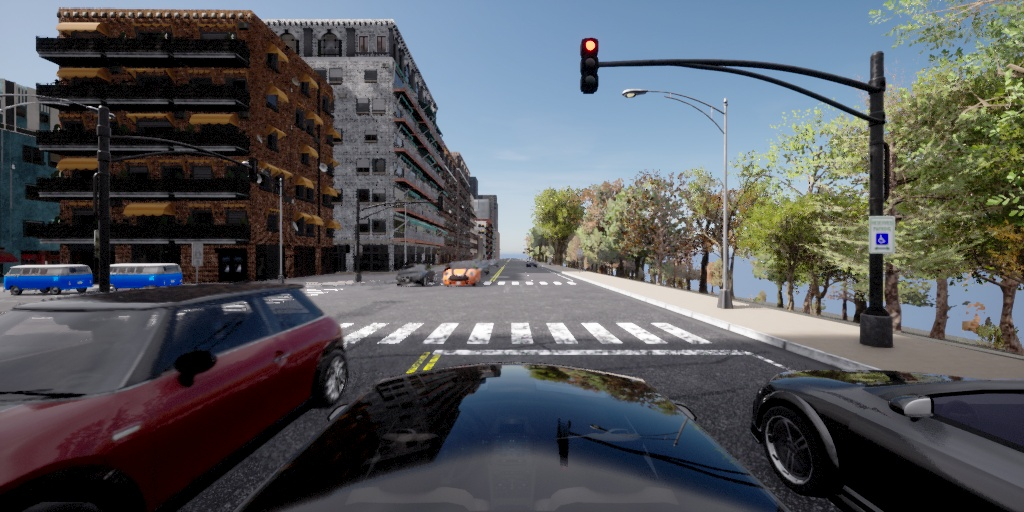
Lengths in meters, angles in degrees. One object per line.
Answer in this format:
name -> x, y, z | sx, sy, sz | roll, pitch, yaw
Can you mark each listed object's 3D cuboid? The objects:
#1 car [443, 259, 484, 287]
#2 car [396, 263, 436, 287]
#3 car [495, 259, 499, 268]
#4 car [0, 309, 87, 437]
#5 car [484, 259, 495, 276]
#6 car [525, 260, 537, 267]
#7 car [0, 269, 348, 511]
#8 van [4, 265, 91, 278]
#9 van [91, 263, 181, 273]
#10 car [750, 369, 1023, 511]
car -> -3.334, 1.120, 24.611 | 2.097, 1.767, 4.553 | 0, 0, 0
car -> -6.581, 1.280, 24.958 | 1.837, 1.490, 4.892 | 0, 0, 0
car -> -3.260, 1.260, 60.782 | 2.128, 1.511, 4.902 | 0, 0, 0
car -> -6.603, 1.351, 2.412 | 1.895, 1.301, 4.718 | 0, 0, 0
car -> -3.317, 1.246, 37.991 | 2.128, 1.511, 4.902 | 0, 0, 0
car -> 3.410, 1.371, 64.240 | 1.895, 1.301, 4.718 | 0, 0, 0
car -> -3.352, 1.102, 3.127 | 2.097, 1.767, 4.553 | 0, 0, 0
van -> -28.302, 1.425, 21.953 | 3.998, 1.789, 1.690 | 0, 0, -1
van -> -22.701, 1.351, 22.024 | 3.998, 1.789, 1.690 | 0, 0, -1
car -> 3.348, 1.314, 1.834 | 1.994, 1.385, 4.181 | 0, 0, 0
